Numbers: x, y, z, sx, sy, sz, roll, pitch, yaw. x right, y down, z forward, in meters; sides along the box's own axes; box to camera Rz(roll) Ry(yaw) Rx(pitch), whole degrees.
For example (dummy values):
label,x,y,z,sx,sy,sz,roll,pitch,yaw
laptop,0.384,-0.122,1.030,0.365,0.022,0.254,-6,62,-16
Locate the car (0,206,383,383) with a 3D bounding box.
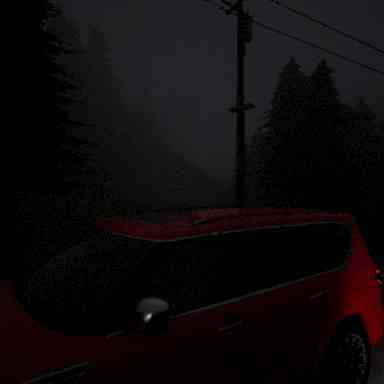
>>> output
label,x,y,z,sx,sy,sz,roll,pitch,yaw
car,-0.216,1.220,3.431,5.566,2.045,2.150,0,0,-35
